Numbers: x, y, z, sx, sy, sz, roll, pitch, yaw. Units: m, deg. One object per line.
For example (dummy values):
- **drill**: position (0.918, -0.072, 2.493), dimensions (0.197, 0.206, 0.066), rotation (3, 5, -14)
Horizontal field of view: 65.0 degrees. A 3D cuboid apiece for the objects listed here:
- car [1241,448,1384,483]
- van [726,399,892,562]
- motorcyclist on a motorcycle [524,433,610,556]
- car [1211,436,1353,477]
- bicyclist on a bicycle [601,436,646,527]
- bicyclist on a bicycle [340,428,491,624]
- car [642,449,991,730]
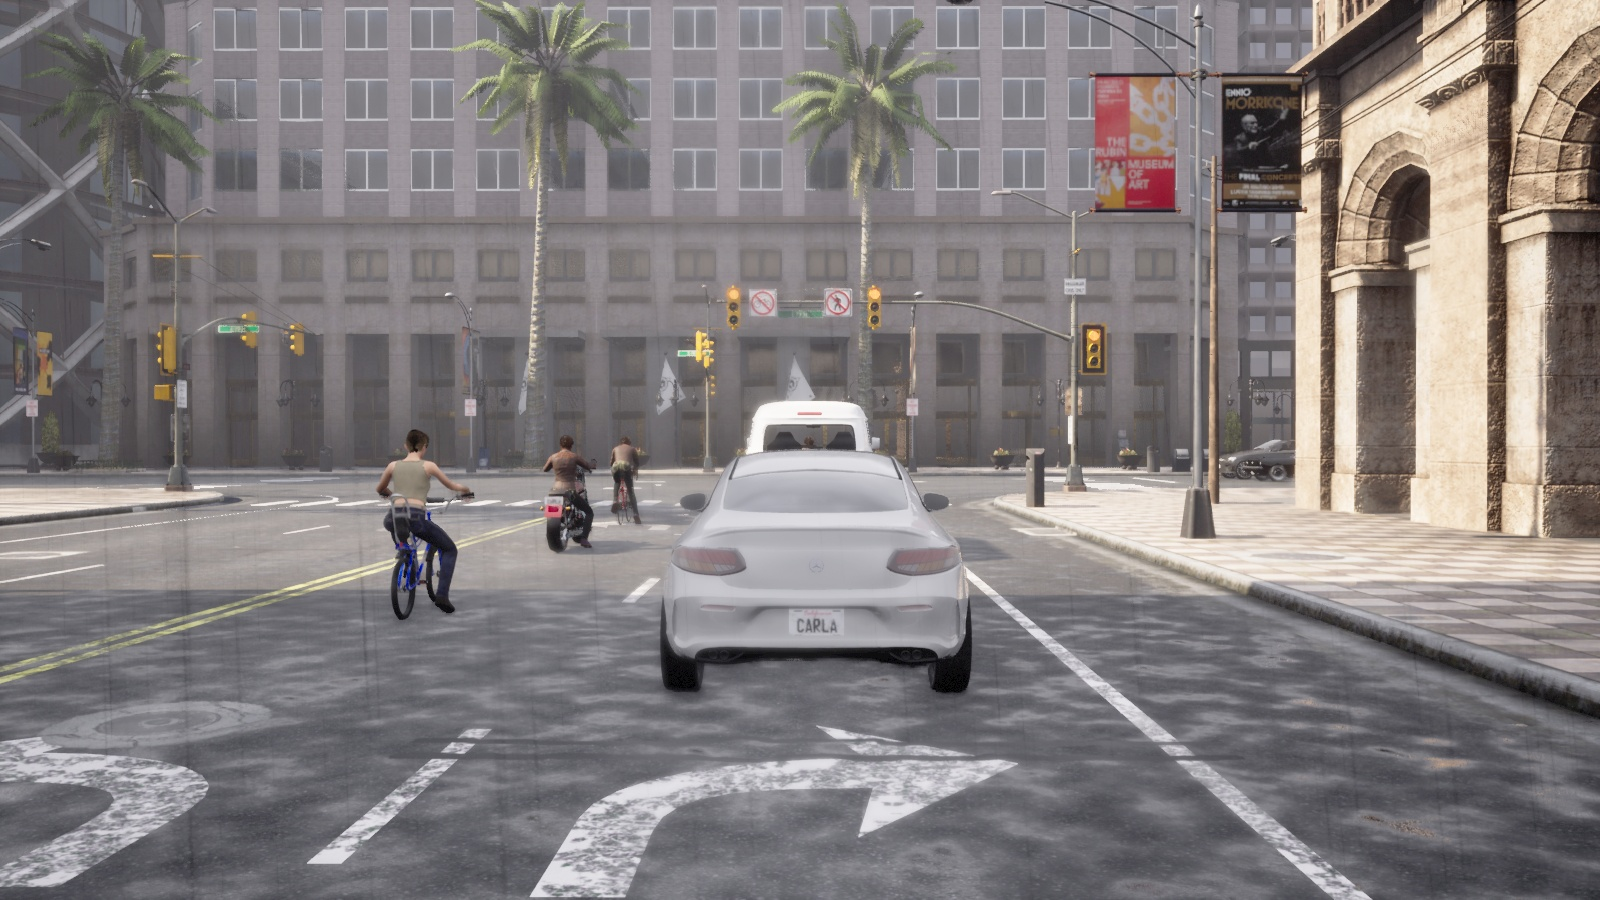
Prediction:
- **car**: position (19.545, 0.591, 48.045), dimensions (4.718, 1.301, 1.895), rotation (0, 0, 1)
- **van**: position (0.170, 0.369, 17.908), dimensions (2.069, 2.038, 4.480), rotation (0, 0, 1)
- **motorcyclist on a motorcycle**: position (-3.299, 0.593, 17.981), dimensions (0.766, 1.649, 2.350), rotation (0, 0, 1)
- **car**: position (19.711, 0.250, 51.521), dimensions (5.027, 1.651, 2.152), rotation (0, 0, 1)
- **bicyclist on a bicycle**: position (-3.256, 0.565, 23.313), dimensions (0.582, 1.620, 1.656), rotation (0, 0, 1)
- **bicyclist on a bicycle**: position (-3.366, 0.616, 11.150), dimensions (0.866, 1.612, 1.509), rotation (0, 2, 0)
- **car**: position (0.104, 0.722, 8.867), dimensions (1.812, 1.442, 4.674), rotation (0, 0, 0)
